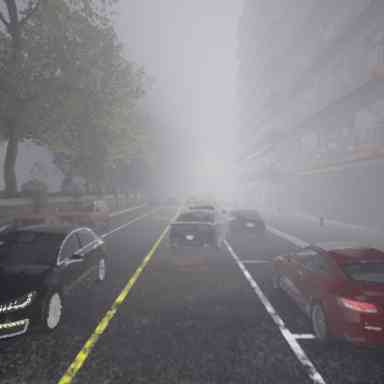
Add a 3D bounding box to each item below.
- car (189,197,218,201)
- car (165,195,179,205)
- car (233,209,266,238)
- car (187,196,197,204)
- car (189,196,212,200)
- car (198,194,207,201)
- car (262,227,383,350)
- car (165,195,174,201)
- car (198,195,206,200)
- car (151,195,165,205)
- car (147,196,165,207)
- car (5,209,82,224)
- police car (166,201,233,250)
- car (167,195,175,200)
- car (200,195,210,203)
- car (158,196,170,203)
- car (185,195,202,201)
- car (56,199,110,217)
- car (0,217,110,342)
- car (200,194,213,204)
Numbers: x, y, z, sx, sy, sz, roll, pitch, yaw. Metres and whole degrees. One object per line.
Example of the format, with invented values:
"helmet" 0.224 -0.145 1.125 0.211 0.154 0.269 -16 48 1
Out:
"car" 0.895 1.434 24.316 1.801 1.575 5.366 0 0 0
"car" -3.013 1.518 51.871 1.837 1.490 4.892 0 0 0
"car" 2.685 1.549 17.367 1.947 1.339 4.313 0 0 0
"car" -0.015 1.537 64.716 1.994 1.385 4.181 0 0 0
"car" 0.893 1.453 30.126 1.882 1.535 5.008 0 0 0
"car" 2.668 1.419 84.928 1.967 1.590 4.097 0 0 0
"car" 2.688 1.576 6.105 1.802 1.307 4.206 0 0 0
"car" -5.712 1.504 84.756 1.752 1.417 4.829 0 0 0
"car" 2.667 1.548 90.559 1.947 1.339 4.313 0 0 0
"car" -5.705 1.411 56.774 1.967 1.590 4.097 0 0 0
"car" -5.704 1.410 51.145 1.967 1.590 4.097 0 0 0
"car" -5.693 1.533 11.732 1.887 1.381 4.507 0 0 0
"police car" 0.440 1.412 14.423 1.930 1.638 5.238 0 0 12
"car" -5.713 1.533 90.556 2.008 1.369 4.403 0 0 0
"car" 2.673 1.412 68.038 1.967 1.590 4.097 0 0 0
"car" -5.707 1.523 68.035 2.008 1.369 4.403 0 0 0
"car" -0.009 1.321 48.712 2.097 1.767 4.553 0 0 0
"car" -5.694 1.299 17.364 2.192 1.841 5.009 0 0 0
"car" -3.101 1.498 6.786 1.837 1.490 4.892 0 0 0
"car" 2.673 1.286 62.407 2.192 1.841 5.009 0 0 0
